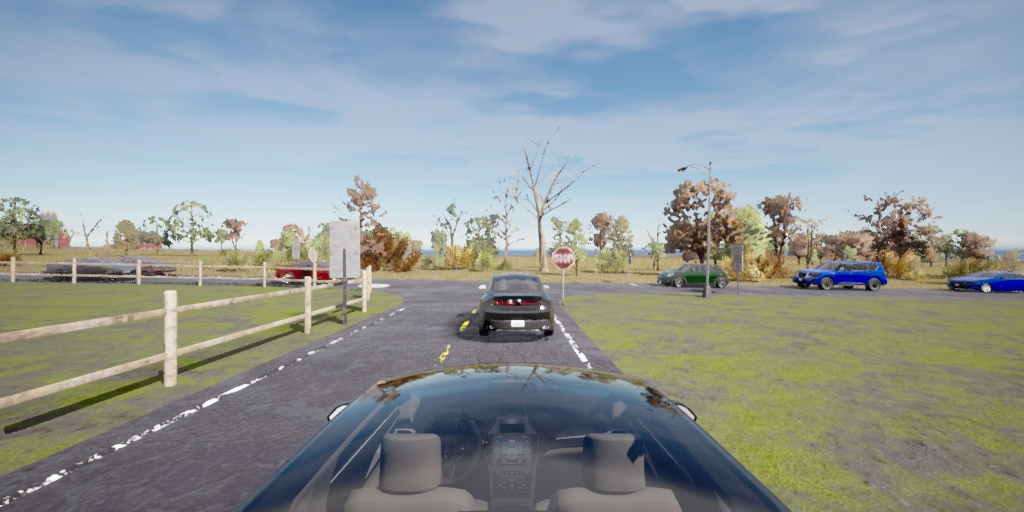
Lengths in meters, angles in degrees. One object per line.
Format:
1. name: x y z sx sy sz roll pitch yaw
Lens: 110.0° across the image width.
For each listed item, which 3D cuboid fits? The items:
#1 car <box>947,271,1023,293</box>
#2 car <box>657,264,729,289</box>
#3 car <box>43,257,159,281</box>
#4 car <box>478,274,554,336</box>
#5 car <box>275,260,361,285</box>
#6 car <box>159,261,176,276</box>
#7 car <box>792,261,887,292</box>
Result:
1. car: 34.466 1.836 25.723 5.008 1.535 1.882 1 1 0
2. car: 12.903 1.329 25.779 4.553 1.767 2.097 1 1 -1
3. car: -26.497 0.834 23.031 5.357 1.411 2.033 1 1 0
4. car: 0.079 1.251 10.377 1.837 1.490 4.892 0 0 -1
5. car: -12.347 1.032 22.976 5.008 1.535 1.882 1 1 0
6. car: -27.674 0.764 25.997 5.357 1.411 2.033 1 1 0
7. car: 23.509 1.387 25.781 5.566 2.045 2.150 1 1 0
